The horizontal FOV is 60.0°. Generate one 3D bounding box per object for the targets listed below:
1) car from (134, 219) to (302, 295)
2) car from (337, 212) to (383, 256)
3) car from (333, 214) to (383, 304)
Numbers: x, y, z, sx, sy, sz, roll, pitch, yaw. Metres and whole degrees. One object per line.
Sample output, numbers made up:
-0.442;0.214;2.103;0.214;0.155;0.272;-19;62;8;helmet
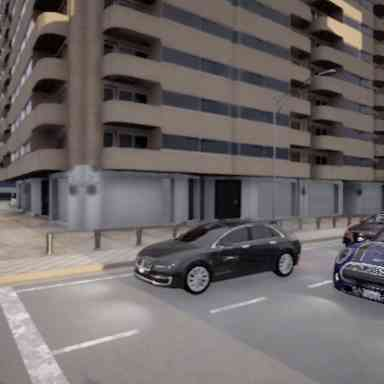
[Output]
0.874;1.531;8.878;4.892;1.490;1.837;0;0;-34;car
8.211;1.644;13.904;4.181;1.385;1.994;0;0;-33;car
5.306;1.397;7.675;4.553;1.767;2.097;0;0;-35;car
